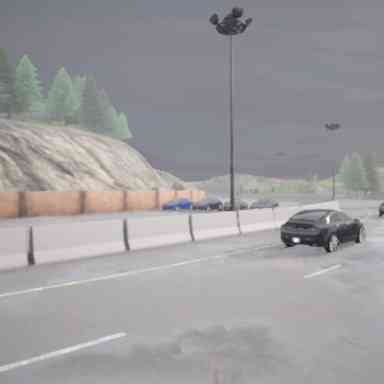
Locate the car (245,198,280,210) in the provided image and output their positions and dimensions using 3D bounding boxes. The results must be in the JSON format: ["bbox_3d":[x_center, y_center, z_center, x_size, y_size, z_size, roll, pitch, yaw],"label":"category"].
[{"bbox_3d":[7.288,1.406,32.942,1.837,1.490,4.892,0,0,32],"label":"car"}]

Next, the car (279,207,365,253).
[{"bbox_3d":[5.434,1.445,13.568,4.892,1.490,1.837,-1,1,-45],"label":"car"}]

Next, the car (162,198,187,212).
[{"bbox_3d":[-1.531,1.444,38.546,1.882,1.535,5.008,0,0,31],"label":"car"}]

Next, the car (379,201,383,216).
[{"bbox_3d":[17.407,1.424,28.978,1.895,1.301,4.718,0,0,31],"label":"car"}]

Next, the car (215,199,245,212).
[{"bbox_3d":[4.560,1.485,35.150,1.994,1.385,4.181,0,0,31],"label":"car"}]

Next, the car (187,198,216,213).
[{"bbox_3d":[1.799,1.418,37.295,1.882,1.535,5.008,0,0,30],"label":"car"}]
